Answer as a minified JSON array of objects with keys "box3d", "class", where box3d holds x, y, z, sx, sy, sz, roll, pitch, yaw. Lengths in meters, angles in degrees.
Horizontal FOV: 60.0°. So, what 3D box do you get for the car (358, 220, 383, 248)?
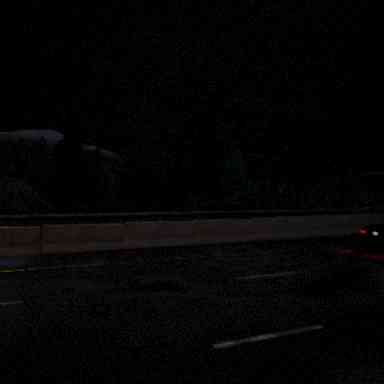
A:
[{"box3d":[9.811,1.756,14.548,5.357,1.411,2.033,0,-1,-22],"class":"car"}]
